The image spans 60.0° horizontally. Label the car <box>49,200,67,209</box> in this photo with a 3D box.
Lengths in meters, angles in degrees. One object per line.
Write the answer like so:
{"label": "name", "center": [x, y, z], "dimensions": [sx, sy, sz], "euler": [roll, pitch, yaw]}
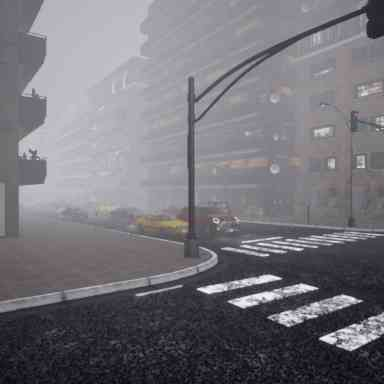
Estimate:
{"label": "car", "center": [-28.574, 2.623, 70.824], "dimensions": [2.192, 1.841, 5.009], "euler": [-1, 0, -36]}

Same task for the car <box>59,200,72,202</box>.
{"label": "car", "center": [-19.605, 2.530, 54.197], "dimensions": [2.033, 1.411, 5.357], "euler": [0, -1, -36]}

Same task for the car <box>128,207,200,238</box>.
{"label": "car", "center": [-1.837, 1.833, 19.942], "dimensions": [1.752, 1.417, 4.829], "euler": [-1, 0, -36]}

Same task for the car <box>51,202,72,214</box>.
{"label": "car", "center": [-17.628, 2.452, 46.143], "dimensions": [1.895, 1.301, 4.718], "euler": [0, -1, -36]}

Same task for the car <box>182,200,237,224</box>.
{"label": "car", "center": [1.433, 1.713, 29.622], "dimensions": [2.192, 1.841, 5.009], "euler": [-1, 0, -36]}

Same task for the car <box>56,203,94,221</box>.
{"label": "car", "center": [-11.940, 2.163, 33.814], "dimensions": [1.887, 1.381, 4.507], "euler": [-1, 0, -36]}

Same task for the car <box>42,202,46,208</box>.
{"label": "car", "center": [-31.901, 2.972, 75.401], "dimensions": [1.947, 1.339, 4.313], "euler": [-1, 0, -36]}

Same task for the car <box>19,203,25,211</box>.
{"label": "car", "center": [-31.946, 2.769, 61.283], "dimensions": [1.887, 1.381, 4.507], "euler": [-1, 0, -36]}

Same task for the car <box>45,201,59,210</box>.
{"label": "car", "center": [-25.285, 2.755, 61.994], "dimensions": [1.895, 1.301, 4.718], "euler": [0, -1, -36]}

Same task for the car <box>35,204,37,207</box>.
{"label": "car", "center": [-38.565, 3.168, 84.561], "dimensions": [1.947, 1.339, 4.313], "euler": [-1, 0, -36]}

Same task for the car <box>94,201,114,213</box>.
{"label": "car", "center": [-12.441, 2.290, 49.539], "dimensions": [1.801, 1.575, 5.366], "euler": [0, -1, -36]}

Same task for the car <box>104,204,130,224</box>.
{"label": "car", "center": [-5.654, 2.033, 29.607], "dimensions": [2.033, 1.411, 5.357], "euler": [0, -1, -36]}

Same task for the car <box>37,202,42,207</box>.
{"label": "car", "center": [-35.236, 3.049, 79.980], "dimensions": [1.887, 1.381, 4.507], "euler": [-1, 0, -36]}

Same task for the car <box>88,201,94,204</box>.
{"label": "car", "center": [-16.464, 2.307, 55.000], "dimensions": [2.097, 1.767, 4.553], "euler": [0, -1, -36]}

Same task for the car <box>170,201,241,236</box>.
{"label": "car", "center": [0.891, 1.635, 20.630], "dimensions": [2.097, 1.767, 4.553], "euler": [0, -1, -36]}
